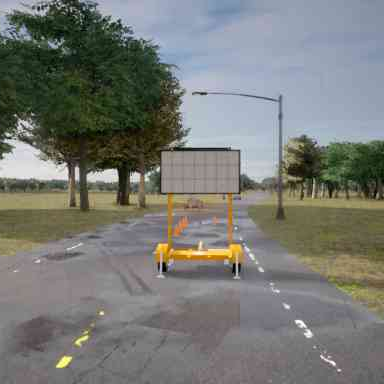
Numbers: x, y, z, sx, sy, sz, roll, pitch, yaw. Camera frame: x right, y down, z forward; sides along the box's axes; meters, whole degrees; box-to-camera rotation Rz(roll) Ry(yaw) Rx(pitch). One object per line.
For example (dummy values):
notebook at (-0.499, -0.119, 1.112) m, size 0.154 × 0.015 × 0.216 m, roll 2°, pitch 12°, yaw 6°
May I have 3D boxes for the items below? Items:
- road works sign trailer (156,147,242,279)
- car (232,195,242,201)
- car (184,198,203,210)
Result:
road works sign trailer at (0.248, 0.466, 10.076) m, size 2.380 × 3.560 × 2.880 m, roll 0°, pitch 0°, yaw 3°
car at (12.014, 1.577, 88.440) m, size 1.994 × 1.385 × 4.181 m, roll 0°, pitch 0°, yaw 18°
car at (0.208, 1.533, 42.774) m, size 2.128 × 1.511 × 4.902 m, roll 0°, pitch 0°, yaw 10°
